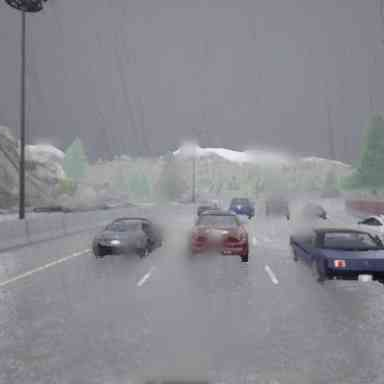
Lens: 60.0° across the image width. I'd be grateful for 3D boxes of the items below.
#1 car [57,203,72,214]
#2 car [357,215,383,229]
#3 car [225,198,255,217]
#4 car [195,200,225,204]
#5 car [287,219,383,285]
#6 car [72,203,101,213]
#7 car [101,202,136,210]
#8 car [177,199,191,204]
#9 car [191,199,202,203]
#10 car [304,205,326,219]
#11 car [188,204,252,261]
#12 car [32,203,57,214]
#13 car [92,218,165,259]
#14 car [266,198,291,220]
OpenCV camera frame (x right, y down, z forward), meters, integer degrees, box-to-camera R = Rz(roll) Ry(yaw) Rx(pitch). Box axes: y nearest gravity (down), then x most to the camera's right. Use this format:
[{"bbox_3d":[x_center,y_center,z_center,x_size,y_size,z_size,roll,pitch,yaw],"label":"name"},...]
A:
[{"bbox_3d":[-14.487,2.052,42.036,1.994,1.385,4.181,0,-1,17],"label":"car"},{"bbox_3d":[8.274,1.708,14.194,1.812,1.442,4.674,0,0,7],"label":"car"},{"bbox_3d":[5.160,1.637,33.917,2.150,2.045,5.566,0,-1,15],"label":"car"},{"bbox_3d":[1.872,1.930,35.020,1.837,1.490,4.892,0,-1,15],"label":"car"},{"bbox_3d":[4.227,1.727,9.906,1.895,1.301,4.718,0,-1,6],"label":"car"},{"bbox_3d":[-11.544,2.013,39.821,2.033,1.411,5.357,0,-1,16],"label":"car"},{"bbox_3d":[-8.162,1.962,38.772,1.837,1.490,4.892,0,-1,16],"label":"car"},{"bbox_3d":[-1.532,2.505,80.380,2.033,1.411,5.357,0,-1,31],"label":"car"},{"bbox_3d":[2.296,2.395,79.919,1.837,1.490,4.892,0,-1,31],"label":"car"},{"bbox_3d":[12.427,1.987,33.751,1.994,1.385,4.181,0,-1,16],"label":"car"},{"bbox_3d":[1.102,1.512,13.167,2.097,1.767,4.553,0,-1,7],"label":"car"},{"bbox_3d":[-18.035,2.090,42.488,1.895,1.301,4.718,0,-1,16],"label":"car"},{"bbox_3d":[-2.386,1.725,13.450,1.994,1.385,4.181,0,-1,7],"label":"car"},{"bbox_3d":[8.644,1.636,33.406,2.150,2.045,5.566,0,-1,15],"label":"car"}]
